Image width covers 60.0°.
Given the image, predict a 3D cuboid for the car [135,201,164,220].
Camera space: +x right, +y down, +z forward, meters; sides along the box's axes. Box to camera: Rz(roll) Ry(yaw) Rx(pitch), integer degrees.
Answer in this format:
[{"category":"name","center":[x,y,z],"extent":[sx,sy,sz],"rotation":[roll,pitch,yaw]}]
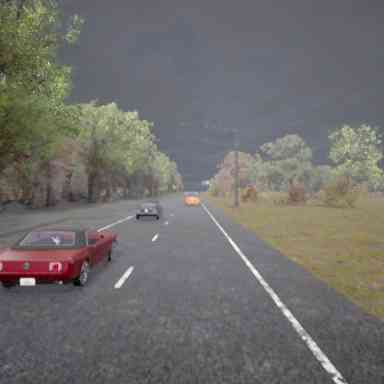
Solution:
[{"category":"car","center":[-3.411,1.456,27.353],"extent":[2.033,1.411,5.357],"rotation":[0,0,0]}]

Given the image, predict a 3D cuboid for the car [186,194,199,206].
[{"category":"car","center":[0.077,1.181,52.132],"extent":[2.097,1.767,4.553],"rotation":[0,0,0]}]

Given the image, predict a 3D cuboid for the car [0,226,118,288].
[{"category":"car","center":[-3.404,1.570,9.118],"extent":[1.895,1.301,4.718],"rotation":[0,0,0]}]

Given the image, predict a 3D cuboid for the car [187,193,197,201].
[{"category":"car","center":[-0.029,1.119,72.956],"extent":[2.097,1.767,4.553],"rotation":[0,0,0]}]
